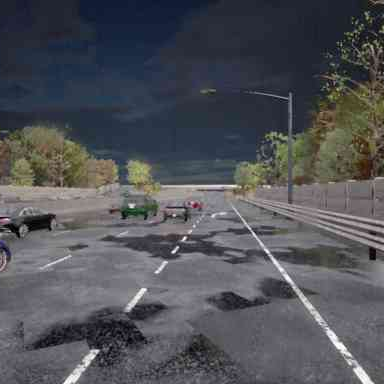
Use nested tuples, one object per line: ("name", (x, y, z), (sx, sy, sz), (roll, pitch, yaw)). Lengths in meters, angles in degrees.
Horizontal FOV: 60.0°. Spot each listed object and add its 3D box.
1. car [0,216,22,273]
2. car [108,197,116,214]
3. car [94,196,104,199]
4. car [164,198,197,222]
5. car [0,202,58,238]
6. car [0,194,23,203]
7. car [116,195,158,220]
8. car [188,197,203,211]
("car", (-6.276, 1.525, 7.705), (1.812, 1.442, 4.674), (0, 0, 5))
("car", (-7.323, 1.550, 35.448), (2.033, 1.411, 5.357), (0, 0, 5))
("car", (-18.675, 1.594, 66.981), (1.994, 1.385, 4.181), (0, 0, 5))
("car", (-1.063, 1.493, 26.779), (2.128, 1.511, 4.902), (0, 0, 5))
("car", (-8.911, 1.491, 17.578), (2.128, 1.511, 4.902), (0, 0, 5))
("car", (-24.352, 1.358, 43.770), (2.097, 1.767, 4.553), (0, 0, 5))
("car", (-4.423, 1.224, 28.545), (2.150, 2.045, 5.566), (0, 0, 5))
("car", (0.233, 1.358, 41.399), (2.097, 1.767, 4.553), (0, 0, 5))
